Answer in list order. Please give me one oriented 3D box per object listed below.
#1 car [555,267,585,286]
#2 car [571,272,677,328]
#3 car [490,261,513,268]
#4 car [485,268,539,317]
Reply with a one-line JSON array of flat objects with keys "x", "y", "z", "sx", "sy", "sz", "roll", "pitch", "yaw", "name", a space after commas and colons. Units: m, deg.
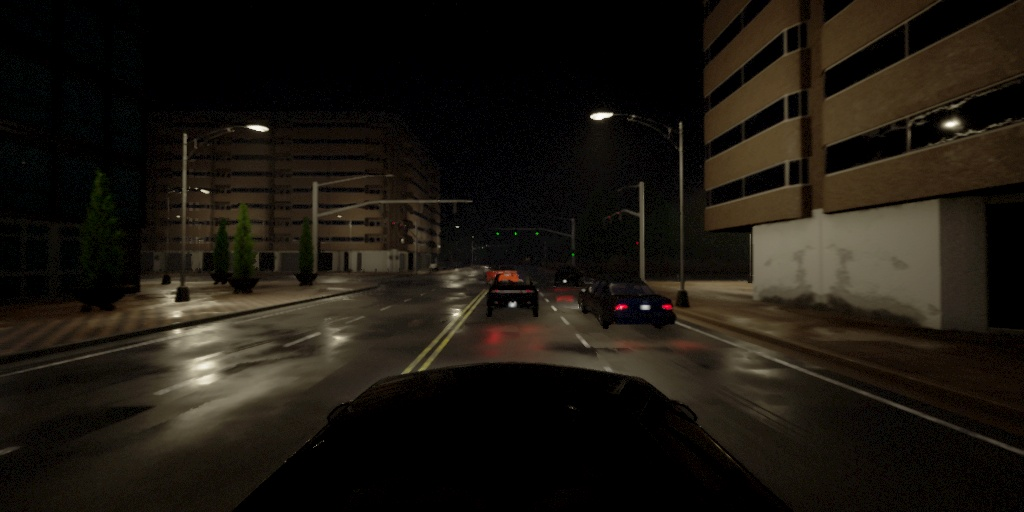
[{"x": 4.705, "y": 1.600, "z": 28.910, "sx": 1.837, "sy": 1.490, "sz": 4.892, "roll": -1, "pitch": 0, "yaw": 19, "name": "car"}, {"x": 3.518, "y": 1.436, "z": 11.941, "sx": 2.033, "sy": 1.411, "sz": 5.357, "roll": 0, "pitch": -1, "yaw": 0, "name": "car"}, {"x": -0.901, "y": 1.438, "z": 28.902, "sx": 2.097, "sy": 1.767, "sz": 4.553, "roll": 0, "pitch": 0, "yaw": -12, "name": "car"}, {"x": 0.039, "y": 1.410, "z": 14.108, "sx": 2.128, "sy": 1.511, "sz": 4.902, "roll": 0, "pitch": -1, "yaw": 1, "name": "car"}]
